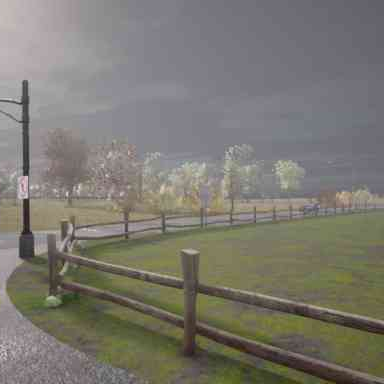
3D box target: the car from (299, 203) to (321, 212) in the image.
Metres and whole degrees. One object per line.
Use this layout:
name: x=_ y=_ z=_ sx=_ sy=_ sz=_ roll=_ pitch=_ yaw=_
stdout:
car: x=18.823 y=2.449 z=53.022 sx=2.033 sy=1.411 sz=5.357 roll=-1 pitch=-2 yaw=40
